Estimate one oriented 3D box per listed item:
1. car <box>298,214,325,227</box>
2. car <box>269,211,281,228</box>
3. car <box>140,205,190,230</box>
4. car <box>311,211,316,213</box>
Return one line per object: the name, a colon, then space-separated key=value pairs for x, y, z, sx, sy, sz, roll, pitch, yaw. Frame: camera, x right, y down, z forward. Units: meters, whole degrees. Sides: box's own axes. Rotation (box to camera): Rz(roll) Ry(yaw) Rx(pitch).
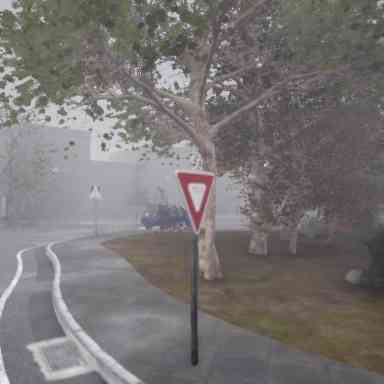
car: x=18.112 y=4.404 z=49.309 sx=1.837 sy=1.490 sz=4.892 roll=-1 pitch=-3 yaw=44
car: x=9.610 y=3.375 z=40.351 sx=2.150 sy=2.045 sz=5.566 roll=-1 pitch=-5 yaw=44
car: x=-1.813 y=2.165 z=28.075 sx=2.150 sy=2.045 sz=5.566 roll=-1 pitch=-5 yaw=40
car: x=28.696 y=5.394 z=76.933 sx=2.435 sy=2.045 sz=5.566 roll=-1 pitch=-3 yaw=44
